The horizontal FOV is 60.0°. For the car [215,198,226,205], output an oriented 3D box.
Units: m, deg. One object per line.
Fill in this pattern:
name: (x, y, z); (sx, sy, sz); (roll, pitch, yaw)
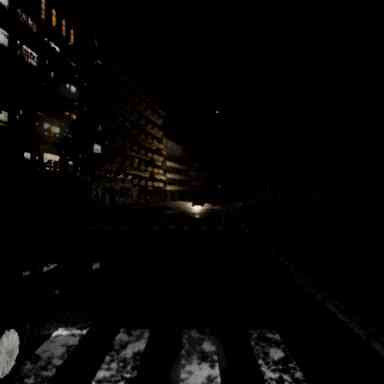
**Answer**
car: (5.993, 1.973, 69.614); (1.994, 1.385, 4.181); (0, -1, 10)

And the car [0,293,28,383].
car: (-3.084, 1.510, 2.442); (1.837, 1.490, 4.892); (0, 0, 0)

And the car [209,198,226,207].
car: (4.568, 1.840, 59.749); (1.837, 1.490, 4.892); (0, 0, 8)

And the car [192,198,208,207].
car: (1.141, 1.886, 58.723); (1.994, 1.385, 4.181); (0, 0, 8)
